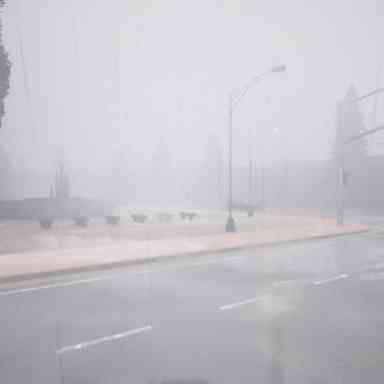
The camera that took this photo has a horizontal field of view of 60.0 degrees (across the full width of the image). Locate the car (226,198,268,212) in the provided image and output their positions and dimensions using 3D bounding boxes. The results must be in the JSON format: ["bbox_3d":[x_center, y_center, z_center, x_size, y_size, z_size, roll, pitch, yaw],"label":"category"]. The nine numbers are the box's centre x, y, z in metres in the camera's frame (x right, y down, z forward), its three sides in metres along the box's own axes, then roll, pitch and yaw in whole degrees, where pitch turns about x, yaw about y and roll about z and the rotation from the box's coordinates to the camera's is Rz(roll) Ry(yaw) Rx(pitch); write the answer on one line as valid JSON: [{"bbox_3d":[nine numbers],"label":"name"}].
[{"bbox_3d":[5.756,1.508,36.916,1.812,1.442,4.674,0,0,-38],"label":"car"}]

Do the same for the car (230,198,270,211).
[{"bbox_3d":[7.065,1.485,40.857,1.837,1.490,4.892,0,0,-39],"label":"car"}]

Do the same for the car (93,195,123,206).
[{"bbox_3d":[-14.068,1.536,52.053,5.357,1.411,2.033,0,0,20],"label":"car"}]

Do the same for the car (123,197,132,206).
[{"bbox_3d":[-12.195,1.337,55.041,4.553,1.767,2.097,0,0,21],"label":"car"}]
